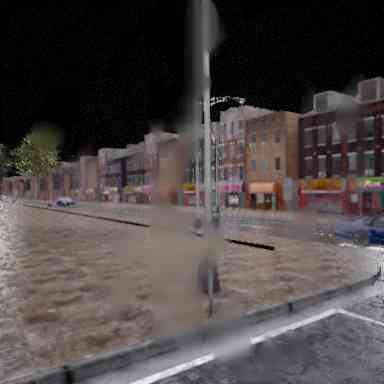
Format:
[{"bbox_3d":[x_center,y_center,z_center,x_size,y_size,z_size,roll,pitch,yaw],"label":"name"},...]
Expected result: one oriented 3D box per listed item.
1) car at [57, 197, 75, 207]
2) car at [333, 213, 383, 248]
[{"bbox_3d":[-19.887,1.566,52.387,1.882,1.535,5.008,-1,0,-35],"label":"car"},{"bbox_3d":[8.155,1.486,12.522,2.033,1.411,5.357,-1,1,-35],"label":"car"}]
